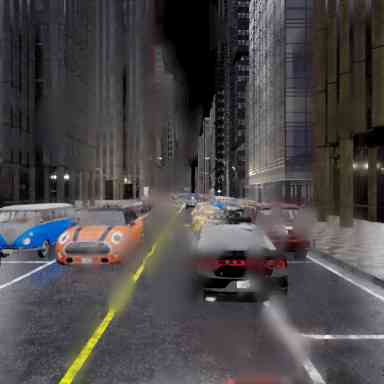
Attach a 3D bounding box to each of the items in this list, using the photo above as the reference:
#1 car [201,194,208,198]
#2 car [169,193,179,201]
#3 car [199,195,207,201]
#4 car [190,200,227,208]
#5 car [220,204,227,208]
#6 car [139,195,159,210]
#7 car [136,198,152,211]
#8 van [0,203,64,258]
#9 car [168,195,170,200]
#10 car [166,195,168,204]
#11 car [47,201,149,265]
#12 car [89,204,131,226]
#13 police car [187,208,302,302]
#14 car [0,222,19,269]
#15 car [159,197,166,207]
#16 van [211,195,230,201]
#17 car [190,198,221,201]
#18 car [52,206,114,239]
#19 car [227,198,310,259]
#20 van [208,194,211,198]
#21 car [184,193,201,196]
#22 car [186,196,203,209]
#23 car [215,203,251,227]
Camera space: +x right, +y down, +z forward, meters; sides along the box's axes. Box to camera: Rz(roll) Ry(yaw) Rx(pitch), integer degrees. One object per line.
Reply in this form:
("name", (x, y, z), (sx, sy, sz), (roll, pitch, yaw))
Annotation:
("car", (2.914, 1.327, 63.063), (2.192, 1.841, 5.009), (0, 0, 0))
("car", (-5.545, 1.345, 89.918), (2.192, 1.841, 5.009), (0, 0, 0))
("car", (2.980, 1.581, 89.916), (2.008, 1.369, 4.403), (0, 0, 0))
("car", (0.929, 1.456, 18.511), (1.801, 1.575, 5.366), (0, 0, 0))
("car", (2.805, 1.566, 18.113), (1.947, 1.339, 4.313), (0, 0, 0))
("car", (-5.666, 1.319, 40.590), (2.192, 1.841, 5.009), (0, 0, 0))
("car", (-5.679, 1.585, 34.972), (1.802, 1.307, 4.206), (0, 0, 0))
("van", (-5.734, 1.341, 12.499), (1.690, 1.788, 3.998), (0, 0, 0))
("car", (-5.610, 1.594, 63.064), (1.802, 1.307, 4.206), (0, 0, 0))
("car", (-5.624, 1.592, 57.445), (1.802, 1.307, 4.206), (0, 0, 0))
("car", (-2.974, 1.352, 11.657), (2.097, 1.767, 4.553), (0, 0, 0))
("car", (-5.707, 1.567, 23.735), (1.947, 1.339, 4.313), (0, 0, 0))
("police car", (0.918, 1.425, 8.431), (1.930, 1.638, 5.238), (0, 0, 0))
("car", (-5.748, 1.566, 6.880), (1.947, 1.339, 4.313), (0, 0, 0))
("car", (-5.638, 1.553, 51.827), (1.887, 1.381, 4.507), (0, 0, 0))
("van", (2.832, 1.343, 29.350), (1.690, 1.788, 3.998), (0, 0, 0))
("car", (0.911, 1.457, 24.511), (1.801, 1.575, 5.366), (0, 0, 0))
("car", (-5.721, 1.545, 18.117), (1.887, 1.381, 4.507), (0, 0, 0))
("car", (2.791, 1.315, 12.493), (2.192, 1.841, 5.009), (0, 0, 0))
("van", (2.846, 1.344, 34.969), (1.690, 1.788, 3.998), (0, 0, 0))
("car", (0.148, 1.233, 60.969), (2.150, 2.045, 5.566), (0, 0, 0))
("car", (0.145, 1.570, 45.642), (1.994, 1.385, 4.181), (0, 0, 0))
("car", (2.818, 1.551, 23.731), (2.008, 1.369, 4.403), (0, 0, 0))
